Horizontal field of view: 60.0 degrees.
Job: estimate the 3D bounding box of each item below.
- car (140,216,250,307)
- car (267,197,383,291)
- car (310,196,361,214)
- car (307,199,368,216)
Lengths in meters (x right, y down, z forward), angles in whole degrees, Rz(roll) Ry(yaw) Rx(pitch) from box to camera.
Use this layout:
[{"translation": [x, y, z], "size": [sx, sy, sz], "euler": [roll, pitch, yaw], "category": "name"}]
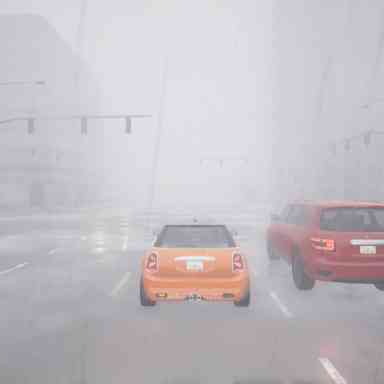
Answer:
[{"translation": [0.075, 1.352, 8.154], "size": [2.097, 1.767, 4.553], "euler": [0, 0, 1], "category": "car"}, {"translation": [3.554, 1.221, 9.174], "size": [2.150, 2.045, 5.566], "euler": [0, 0, 3], "category": "car"}, {"translation": [15.200, 1.352, 35.379], "size": [4.553, 1.767, 2.097], "euler": [0, 0, 1], "category": "car"}, {"translation": [13.828, 1.477, 31.677], "size": [5.008, 1.535, 1.882], "euler": [0, 0, -3], "category": "car"}]
